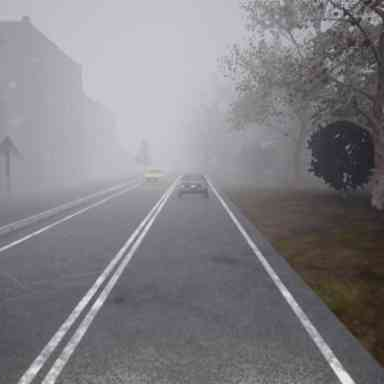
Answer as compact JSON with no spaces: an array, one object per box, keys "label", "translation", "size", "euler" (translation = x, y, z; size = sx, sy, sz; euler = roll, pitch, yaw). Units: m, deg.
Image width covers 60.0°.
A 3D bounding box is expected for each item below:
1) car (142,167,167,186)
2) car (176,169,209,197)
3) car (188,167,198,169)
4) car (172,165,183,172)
[{"label":"car","translation":[-3.316,-1.464,30.347],"size":[1.882,1.535,5.008],"euler":[0,5,0]},{"label":"car","translation":[0.090,-0.510,21.219],"size":[2.033,1.411,5.357],"euler":[0,6,0]},{"label":"car","translation":[0.166,-2.516,42.714],"size":[1.994,1.385,4.181],"euler":[0,5,0]},{"label":"car","translation":[-3.037,-4.983,71.146],"size":[1.837,1.490,4.892],"euler":[0,5,0]}]
